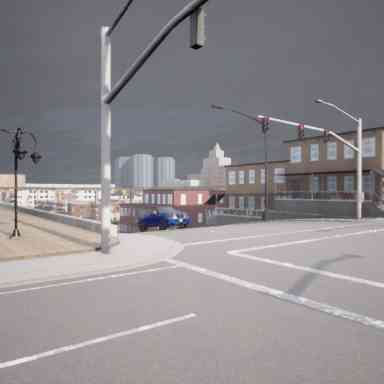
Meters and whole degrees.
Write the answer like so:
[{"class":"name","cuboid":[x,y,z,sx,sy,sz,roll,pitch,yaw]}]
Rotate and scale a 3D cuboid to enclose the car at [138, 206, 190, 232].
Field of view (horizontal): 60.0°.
[{"class":"car","cuboid":[-2.485,2.180,27.469,2.150,2.045,5.566,0,-8,-36]}]
